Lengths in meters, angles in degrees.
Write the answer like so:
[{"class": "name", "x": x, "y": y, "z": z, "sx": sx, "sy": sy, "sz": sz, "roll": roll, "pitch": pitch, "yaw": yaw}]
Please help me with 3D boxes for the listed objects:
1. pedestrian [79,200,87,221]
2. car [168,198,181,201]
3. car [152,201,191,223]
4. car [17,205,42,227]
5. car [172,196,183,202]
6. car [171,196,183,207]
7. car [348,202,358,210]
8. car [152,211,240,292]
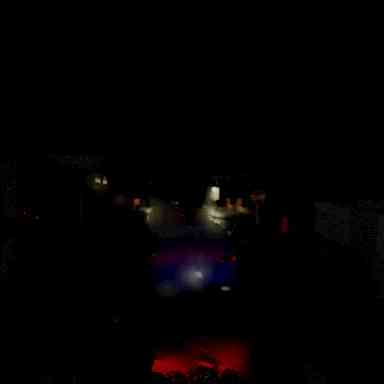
[{"class": "pedestrian", "x": -9.617, "y": 1.556, "z": 29.063, "sx": 0.375, "sy": 1.860, "sz": 0.375, "roll": 0, "pitch": -1, "yaw": 1}, {"class": "car", "x": -2.777, "y": 1.742, "z": 38.150, "sx": 2.128, "sy": 1.511, "sz": 4.902, "roll": 0, "pitch": 0, "yaw": 0}, {"class": "car", "x": -1.317, "y": 1.626, "z": 22.753, "sx": 1.837, "sy": 1.490, "sz": 4.892, "roll": 0, "pitch": -1, "yaw": -22}, {"class": "car", "x": -13.563, "y": 1.457, "z": 23.244, "sx": 5.566, "sy": 2.045, "sz": 2.150, "roll": -1, "pitch": -2, "yaw": 1}, {"class": "car", "x": -2.761, "y": 1.708, "z": 47.768, "sx": 2.097, "sy": 1.767, "sz": 4.553, "roll": 0, "pitch": -1, "yaw": 0}, {"class": "car", "x": -2.914, "y": 1.805, "z": 64.052, "sx": 2.150, "sy": 2.045, "sz": 5.566, "roll": 0, "pitch": -1, "yaw": -3}, {"class": "car", "x": 12.299, "y": 1.504, "z": 25.818, "sx": 4.902, "sy": 1.511, "sz": 2.128, "roll": -1, "pitch": -2, "yaw": 1}, {"class": "car", "x": 0.108, "y": 1.518, "z": 9.079, "sx": 1.882, "sy": 1.535, "sz": 5.008, "roll": 0, "pitch": 0, "yaw": 0}]
